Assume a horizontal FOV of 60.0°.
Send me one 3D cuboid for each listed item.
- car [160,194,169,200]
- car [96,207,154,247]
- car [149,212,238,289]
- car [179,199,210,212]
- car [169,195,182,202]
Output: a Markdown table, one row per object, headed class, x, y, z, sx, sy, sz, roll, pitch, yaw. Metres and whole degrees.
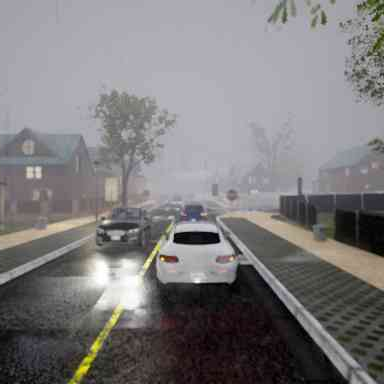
| class | x | y | z | sx | sy | sz | roll | pitch | yaw |
| --- | --- | --- | --- | --- | --- | --- | --- | --- | --- |
| car | -6.282 | 1.256 | 79.957 | 1.812 | 1.442 | 4.674 | 0 | 0 | -21 |
| car | -2.824 | 1.434 | 14.779 | 2.128 | 1.511 | 4.902 | 0 | 0 | 0 |
| car | 0.101 | 1.491 | 8.914 | 1.812 | 1.442 | 4.674 | 0 | 0 | 0 |
| car | 0.158 | 1.438 | 21.746 | 1.812 | 1.442 | 4.674 | 0 | 0 | 2 |
| car | -2.835 | 1.275 | 64.643 | 1.994 | 1.385 | 4.181 | 0 | 0 | -2 |
